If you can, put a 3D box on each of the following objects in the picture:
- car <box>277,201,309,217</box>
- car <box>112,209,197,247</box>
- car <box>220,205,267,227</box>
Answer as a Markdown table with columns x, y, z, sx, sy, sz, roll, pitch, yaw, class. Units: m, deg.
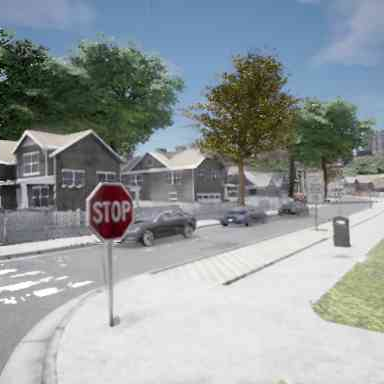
| x | y | z | sx | sy | sz | roll | pitch | yaw | class |
| --- | --- | --- | --- | --- | --- | --- | --- | --- | --- |
| 9.662 | 1.584 | 31.648 | 1.994 | 1.385 | 4.181 | -3 | -1 | 35 | car |
| -1.704 | 1.592 | 15.818 | 2.128 | 1.511 | 4.902 | -3 | -1 | 36 | car |
| 3.630 | 1.632 | 23.217 | 1.994 | 1.385 | 4.181 | -3 | -1 | 35 | car |
